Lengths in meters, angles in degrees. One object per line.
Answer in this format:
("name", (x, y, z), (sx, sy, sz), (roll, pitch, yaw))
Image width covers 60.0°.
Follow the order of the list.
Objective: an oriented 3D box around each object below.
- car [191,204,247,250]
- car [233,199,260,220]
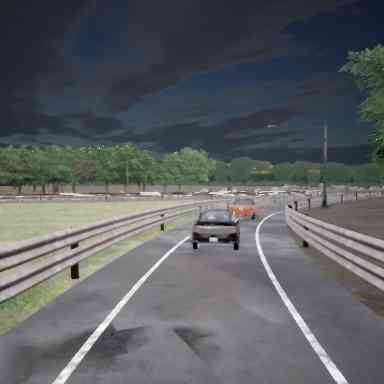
("car", (1.156, 1.493, 14.315), (2.128, 1.511, 4.902), (0, 0, 9))
("car", (4.590, 1.373, 28.605), (2.097, 1.767, 4.553), (0, 0, 18))
